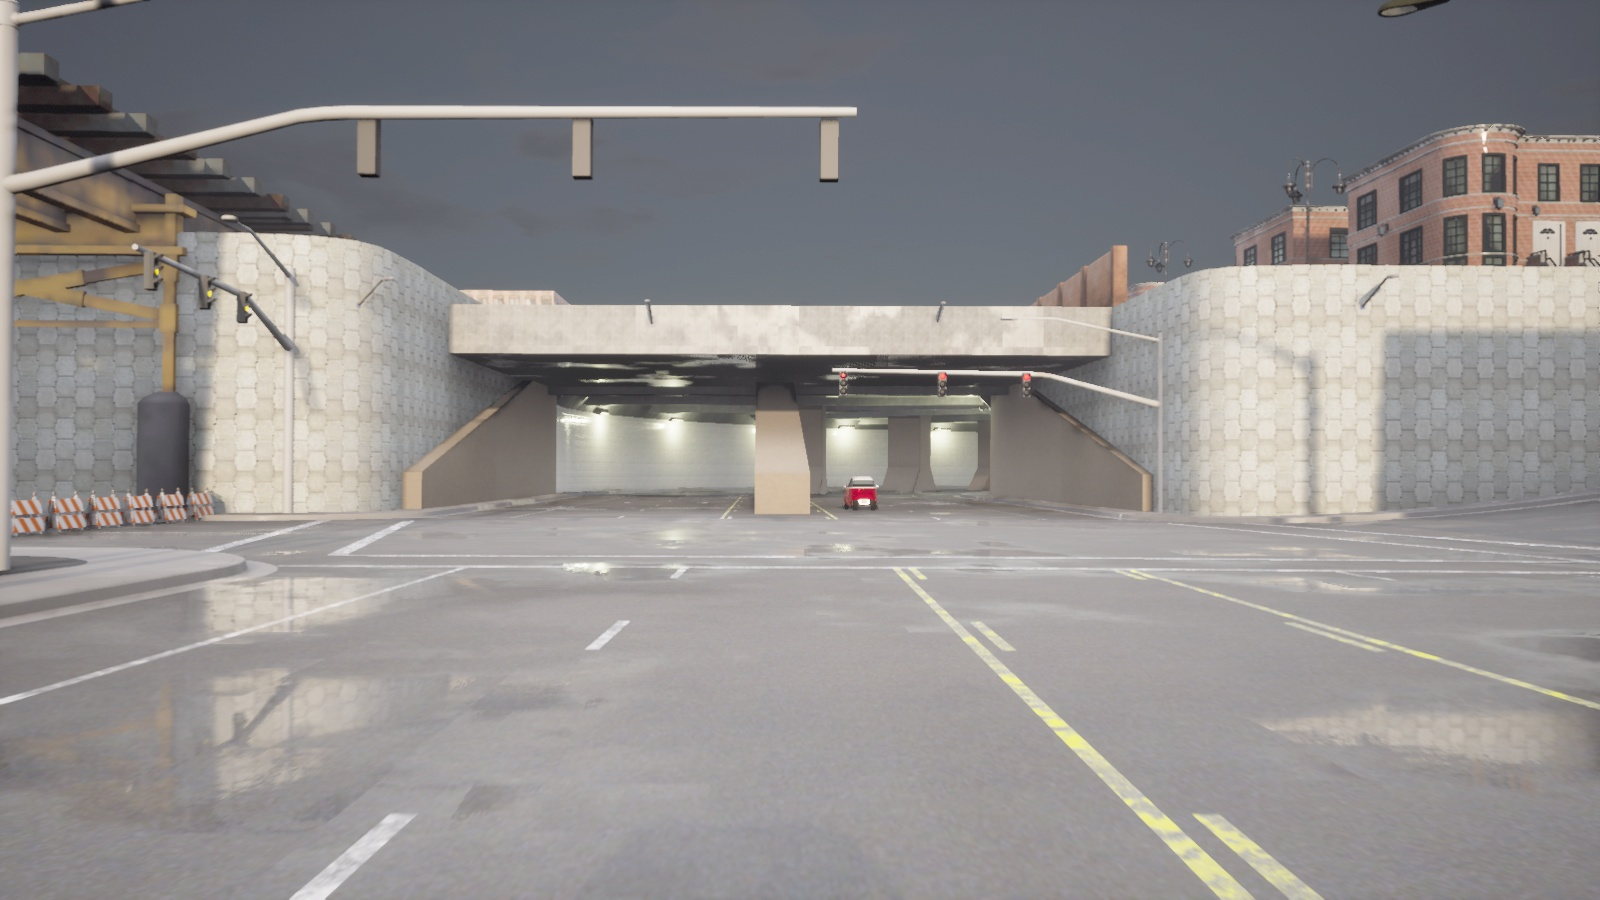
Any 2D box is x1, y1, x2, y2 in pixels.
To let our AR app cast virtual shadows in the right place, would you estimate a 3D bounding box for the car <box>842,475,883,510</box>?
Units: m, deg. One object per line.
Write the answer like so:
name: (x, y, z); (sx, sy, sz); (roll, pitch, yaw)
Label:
car: (2.544, 1.729, 51.310); (1.481, 1.376, 2.207); (0, -1, -2)
